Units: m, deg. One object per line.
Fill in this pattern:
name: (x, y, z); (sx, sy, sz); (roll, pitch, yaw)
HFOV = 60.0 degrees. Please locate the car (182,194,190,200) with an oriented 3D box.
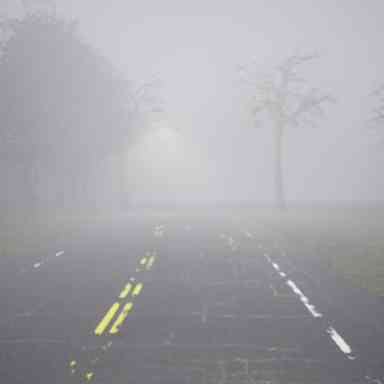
car: (-1.499, 1.334, 86.665); (1.994, 1.385, 4.181); (-1, 0, 4)
